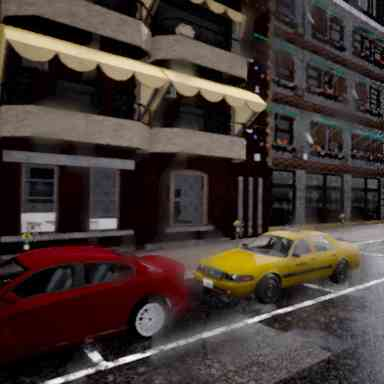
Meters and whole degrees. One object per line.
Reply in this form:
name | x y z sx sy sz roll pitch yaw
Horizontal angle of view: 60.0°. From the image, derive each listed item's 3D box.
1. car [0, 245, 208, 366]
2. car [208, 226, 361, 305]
car | -2.162 1.549 5.006 4.507 1.381 1.887 0 1 -36
car | 2.295 1.555 8.195 4.829 1.417 1.752 0 1 -36
